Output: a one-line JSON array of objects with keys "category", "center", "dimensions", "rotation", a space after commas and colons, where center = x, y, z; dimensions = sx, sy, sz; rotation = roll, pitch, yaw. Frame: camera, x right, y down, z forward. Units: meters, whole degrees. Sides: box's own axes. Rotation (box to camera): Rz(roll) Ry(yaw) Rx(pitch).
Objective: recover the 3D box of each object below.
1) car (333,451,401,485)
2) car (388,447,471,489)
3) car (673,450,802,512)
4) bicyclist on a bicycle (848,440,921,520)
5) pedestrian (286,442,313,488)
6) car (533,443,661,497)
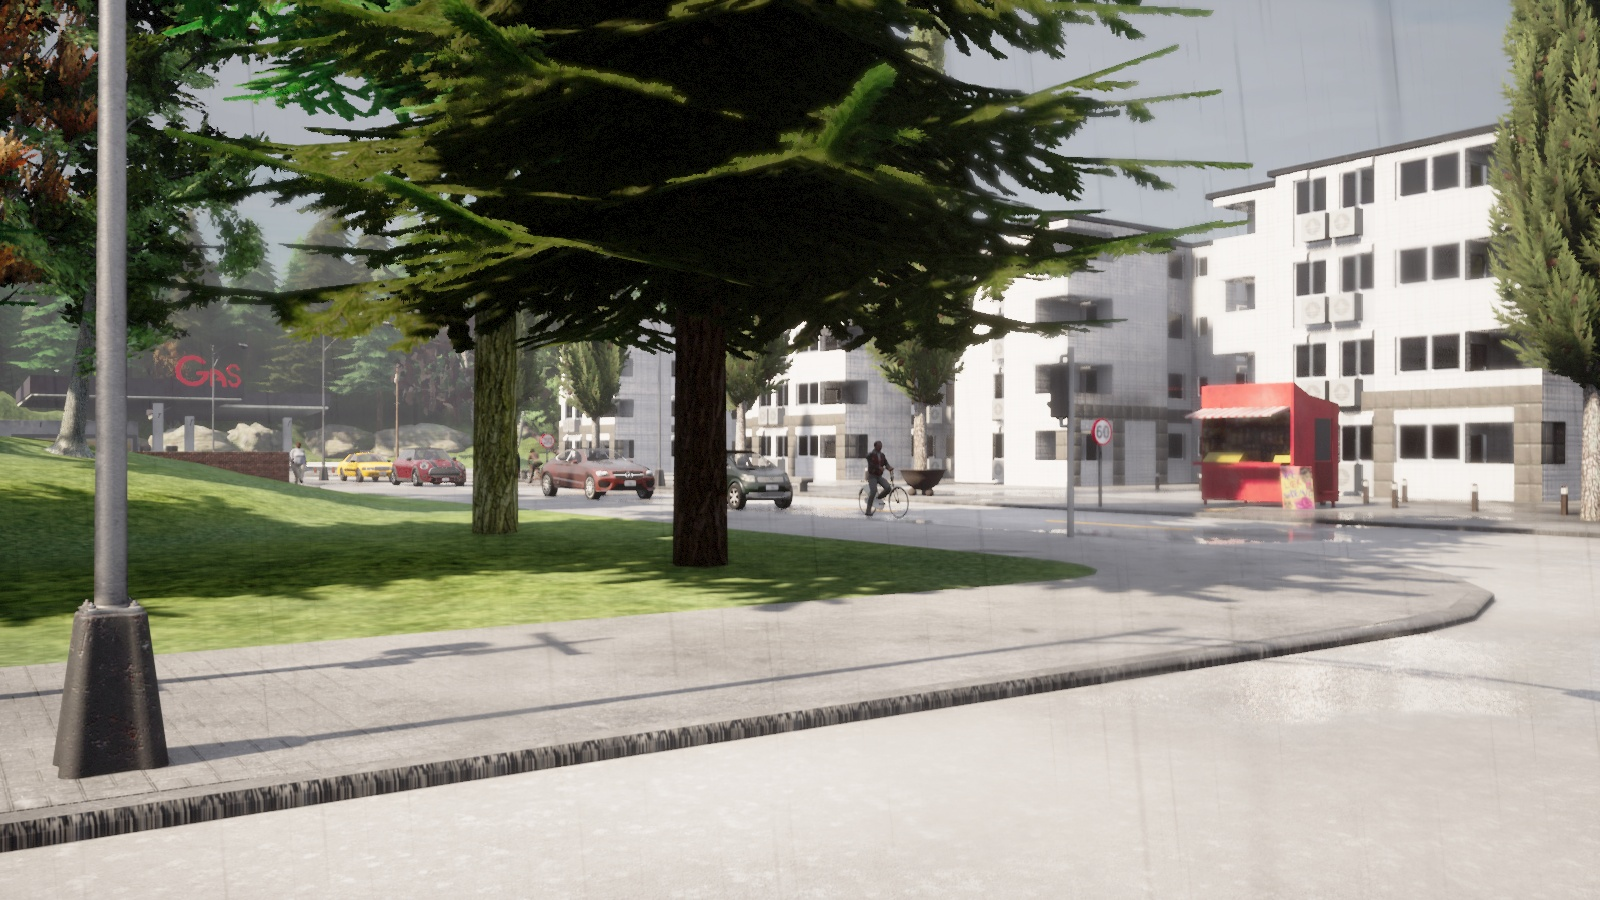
[{"category": "car", "center": [-21.583, 0.867, 62.465], "dimensions": [1.801, 1.575, 5.366], "rotation": [0, 0, -35]}, {"category": "car", "center": [-16.163, 0.755, 54.649], "dimensions": [2.097, 1.767, 4.553], "rotation": [0, 0, -35]}, {"category": "car", "center": [-1.747, 0.794, 33.917], "dimensions": [1.789, 1.549, 3.705], "rotation": [0, 0, -35]}, {"category": "bicyclist on a bicycle", "center": [1.912, 0.666, 28.700], "dimensions": [0.659, 1.776, 1.843], "rotation": [0, 0, -34]}, {"category": "pedestrian", "center": [-20.691, 0.614, 51.878], "dimensions": [0.874, 1.855, 0.900], "rotation": [0, 0, -34]}, {"category": "car", "center": [-6.699, 0.622, 41.035], "dimensions": [2.152, 1.651, 5.027], "rotation": [0, 0, -35]}]
